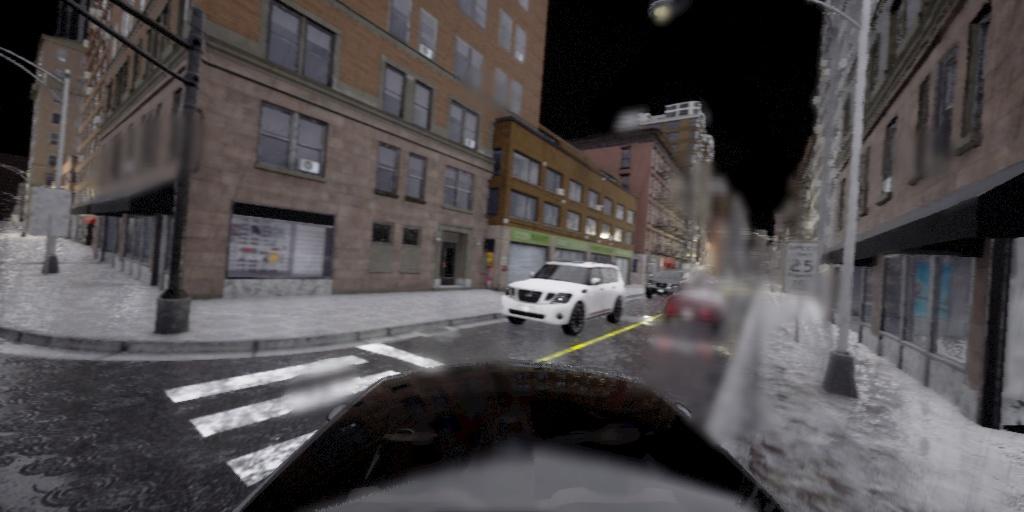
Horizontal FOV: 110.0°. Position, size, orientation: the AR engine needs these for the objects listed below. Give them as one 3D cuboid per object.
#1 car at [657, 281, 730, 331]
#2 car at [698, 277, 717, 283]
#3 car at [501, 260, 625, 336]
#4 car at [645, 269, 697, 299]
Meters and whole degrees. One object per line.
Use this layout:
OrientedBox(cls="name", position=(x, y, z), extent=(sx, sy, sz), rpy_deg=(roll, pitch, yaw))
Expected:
OrientedBox(cls="car", position=(7.274, 1.901, 13.998), extent=(1.812, 1.442, 4.674), rpy_deg=(4, 0, 35))
OrientedBox(cls="car", position=(21.350, 3.116, 39.340), extent=(2.128, 1.511, 4.902), rpy_deg=(4, -1, 35))
OrientedBox(cls="car", position=(1.970, 1.179, 11.785), extent=(2.150, 2.045, 5.566), rpy_deg=(4, 0, 35))
OrientedBox(cls="car", position=(10.802, 1.926, 24.402), extent=(2.150, 2.045, 5.566), rpy_deg=(4, 0, 35))
